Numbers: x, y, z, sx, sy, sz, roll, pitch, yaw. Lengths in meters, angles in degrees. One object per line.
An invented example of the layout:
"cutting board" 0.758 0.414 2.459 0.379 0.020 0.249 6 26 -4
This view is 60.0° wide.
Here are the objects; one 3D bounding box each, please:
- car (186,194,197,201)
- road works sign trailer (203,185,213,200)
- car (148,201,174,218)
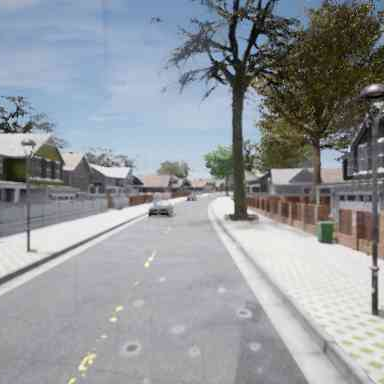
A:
"car" -0.014 1.184 69.584 2.033 1.411 5.357 0 1 6
"road works sign trailer" 3.916 0.004 79.904 2.380 3.560 2.880 0 1 8
"car" -2.686 1.515 29.207 1.895 1.301 4.718 0 0 1
